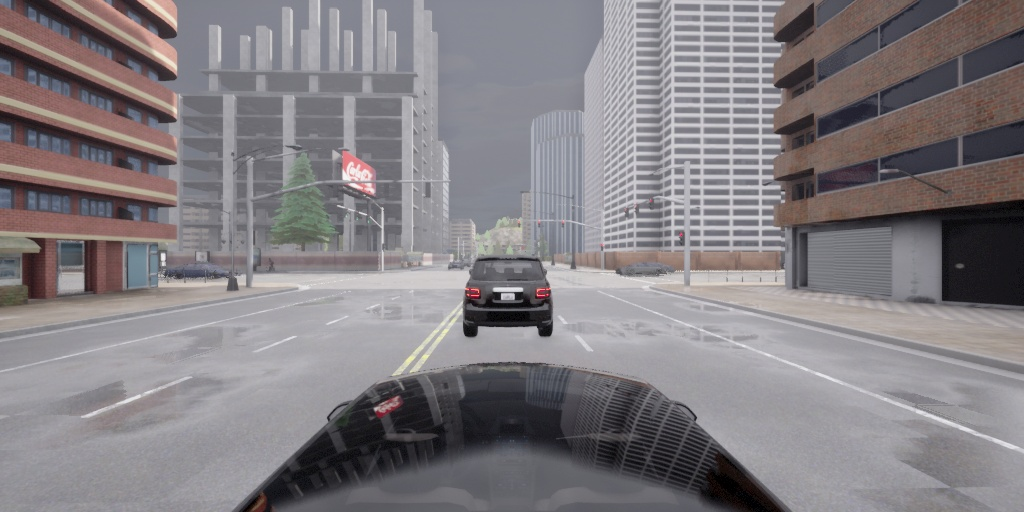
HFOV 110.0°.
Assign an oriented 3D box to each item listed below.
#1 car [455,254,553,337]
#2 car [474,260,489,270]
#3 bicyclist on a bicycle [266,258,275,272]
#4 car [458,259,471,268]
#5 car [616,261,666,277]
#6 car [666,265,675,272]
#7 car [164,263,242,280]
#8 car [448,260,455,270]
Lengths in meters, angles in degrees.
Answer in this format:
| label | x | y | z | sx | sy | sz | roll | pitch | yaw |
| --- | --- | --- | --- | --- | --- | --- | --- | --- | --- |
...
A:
| label | x | y | z | sx | sy | sz | roll | pitch | yaw |
| --- | --- | --- | --- | --- | --- | --- | --- | --- | --- |
| car | -0.114 | 0.971 | 10.431 | 2.150 | 2.045 | 5.566 | 0 | 0 | -1 |
| car | -4.625 | 1.351 | 54.738 | 1.895 | 1.301 | 4.718 | 0 | 0 | -1 |
| bicyclist on a bicycle | -28.675 | 1.051 | 42.574 | 0.582 | 1.620 | 1.656 | 0 | 0 | -1 |
| car | -8.260 | 1.252 | 62.667 | 1.837 | 1.490 | 4.892 | 0 | 1 | -1 |
| car | 12.349 | 1.314 | 35.133 | 4.181 | 1.385 | 1.994 | 0 | 0 | -4 |
| car | 14.709 | 1.297 | 38.882 | 5.357 | 1.411 | 2.033 | 0 | 0 | -1 |
| car | -26.351 | 1.297 | 30.645 | 5.357 | 1.411 | 2.033 | 0 | 0 | -1 |
| car | -8.077 | 1.314 | 52.203 | 1.994 | 1.385 | 4.181 | 0 | 0 | -1 |
